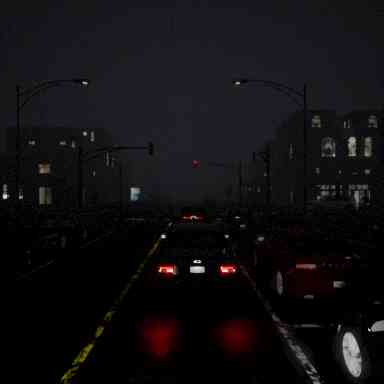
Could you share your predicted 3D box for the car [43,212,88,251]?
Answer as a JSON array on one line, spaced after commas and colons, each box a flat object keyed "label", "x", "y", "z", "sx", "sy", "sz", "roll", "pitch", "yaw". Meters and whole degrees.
[{"label": "car", "x": -5.703, "y": 1.552, "z": 13.984, "sx": 2.008, "sy": 1.369, "sz": 4.403, "roll": 0, "pitch": 0, "yaw": 0}]

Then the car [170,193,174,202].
[{"label": "car", "x": -5.775, "y": 1.451, "z": 74.149, "sx": 1.967, "sy": 1.590, "sz": 4.097, "roll": 0, "pitch": 0, "yaw": 0}]

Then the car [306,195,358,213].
[{"label": "car", "x": 15.567, "y": 1.315, "z": 37.253, "sx": 5.566, "sy": 2.045, "sz": 2.150, "roll": 0, "pitch": 0, "yaw": 1}]

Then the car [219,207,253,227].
[{"label": "car", "x": 2.671, "y": 1.553, "z": 19.669, "sx": 2.008, "sy": 1.369, "sz": 4.403, "roll": 0, "pitch": 0, "yaw": 0}]

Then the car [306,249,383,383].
[{"label": "car", "x": 2.691, "y": 1.551, "z": 2.593, "sx": 2.008, "sy": 1.369, "sz": 4.403, "roll": 0, "pitch": 0, "yaw": 0}]

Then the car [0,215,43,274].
[{"label": "car", "x": -5.695, "y": 1.441, "z": 8.292, "sx": 1.967, "sy": 1.590, "sz": 4.097, "roll": 0, "pitch": 0, "yaw": 0}]

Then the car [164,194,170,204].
[{"label": "car", "x": -5.762, "y": 1.559, "z": 63.105, "sx": 2.008, "sy": 1.369, "sz": 4.403, "roll": 0, "pitch": 0, "yaw": 0}]

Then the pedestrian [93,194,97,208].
[{"label": "pedestrian", "x": -12.603, "y": 1.135, "z": 43.187, "sx": 0.375, "sy": 1.860, "sz": 0.375, "roll": 0, "pitch": -1, "yaw": 1}]

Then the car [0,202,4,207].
[{"label": "car", "x": -25.499, "y": 1.447, "z": 40.427, "sx": 4.829, "sy": 1.417, "sz": 1.752, "roll": 0, "pitch": -1, "yaw": 1}]

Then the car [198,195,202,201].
[{"label": "car", "x": 2.618, "y": 1.590, "z": 63.101, "sx": 1.802, "sy": 1.307, "sz": 4.206, "roll": 0, "pitch": 0, "yaw": 0}]

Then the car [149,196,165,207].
[{"label": "car", "x": -5.749, "y": 1.588, "z": 52.062, "sx": 1.802, "sy": 1.307, "sz": 4.206, "roll": 0, "pitch": 0, "yaw": 0}]

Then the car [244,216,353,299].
[{"label": "car", "x": 2.685, "y": 1.546, "z": 8.285, "sx": 1.887, "sy": 1.381, "sz": 4.507, "roll": 0, "pitch": 0, "yaw": 0}]

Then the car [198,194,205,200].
[{"label": "car", "x": 2.586, "y": 1.458, "z": 90.712, "sx": 1.967, "sy": 1.590, "sz": 4.097, "roll": 0, "pitch": 0, "yaw": 0}]

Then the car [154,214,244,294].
[{"label": "car", "x": 0.089, "y": 1.548, "z": 8.941, "sx": 2.033, "sy": 1.411, "sz": 5.357, "roll": 0, "pitch": 0, "yaw": 0}]

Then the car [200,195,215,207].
[{"label": "car", "x": 2.632, "y": 1.572, "z": 52.059, "sx": 1.947, "sy": 1.339, "sz": 4.313, "roll": 0, "pitch": 0, "yaw": 0}]

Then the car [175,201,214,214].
[{"label": "car", "x": 0.077, "y": 1.507, "z": 19.462, "sx": 1.837, "sy": 1.490, "sz": 4.892, "roll": 0, "pitch": 0, "yaw": 0}]
